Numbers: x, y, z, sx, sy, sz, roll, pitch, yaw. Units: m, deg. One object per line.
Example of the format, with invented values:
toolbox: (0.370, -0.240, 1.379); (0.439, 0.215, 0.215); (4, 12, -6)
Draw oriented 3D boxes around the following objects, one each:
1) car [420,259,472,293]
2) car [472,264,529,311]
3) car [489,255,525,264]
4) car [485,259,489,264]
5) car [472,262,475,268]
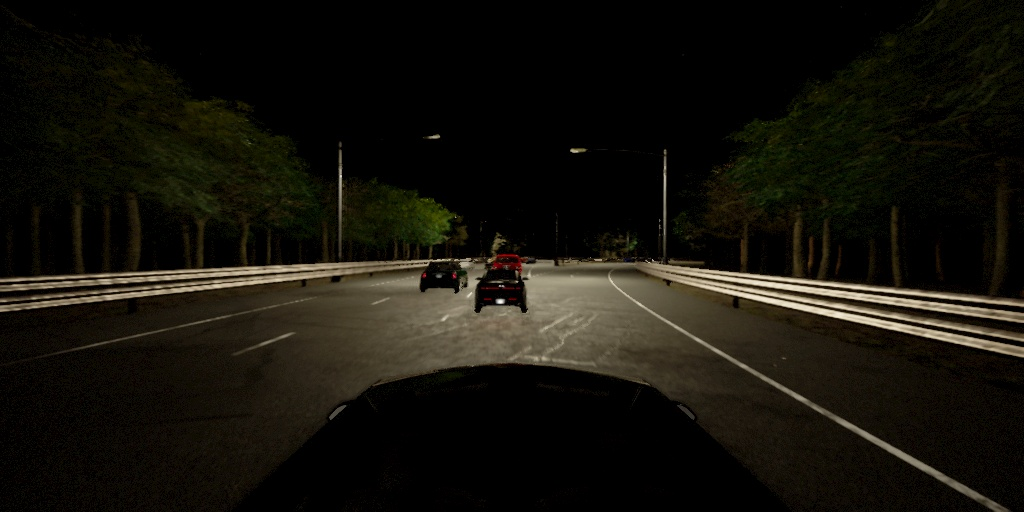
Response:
car: (-3.768, 1.071, 20.642); (2.097, 1.767, 4.553); (0, 0, 0)
car: (-0.398, 1.248, 14.294); (1.837, 1.490, 4.892); (0, 0, 0)
car: (-0.287, 0.943, 27.516); (2.150, 2.045, 5.566); (0, 0, 1)
car: (-2.590, 1.156, 49.803); (2.128, 1.511, 4.902); (0, 0, 4)
car: (-6.265, 1.179, 48.265); (1.812, 1.442, 4.674); (0, 0, 4)
